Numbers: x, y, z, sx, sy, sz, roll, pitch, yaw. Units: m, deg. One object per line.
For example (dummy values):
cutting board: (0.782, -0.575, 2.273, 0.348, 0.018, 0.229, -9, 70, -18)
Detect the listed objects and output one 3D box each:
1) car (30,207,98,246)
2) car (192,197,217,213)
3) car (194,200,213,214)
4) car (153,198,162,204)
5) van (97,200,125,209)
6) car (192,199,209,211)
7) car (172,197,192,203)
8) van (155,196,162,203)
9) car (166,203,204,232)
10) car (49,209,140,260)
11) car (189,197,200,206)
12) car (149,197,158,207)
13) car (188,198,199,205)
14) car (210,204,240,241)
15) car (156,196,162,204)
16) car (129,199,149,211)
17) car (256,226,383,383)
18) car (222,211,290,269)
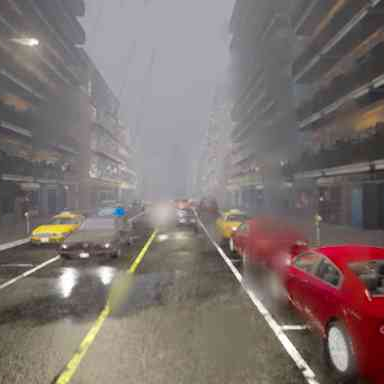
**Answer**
car: (-6.223, 1.684, 16.249, 1.752, 1.417, 4.829, -1, 0, -2)
car: (1.508, 1.447, 33.682, 2.192, 1.841, 5.009, -1, 0, -2)
car: (1.301, 1.718, 39.339, 2.008, 1.369, 4.403, -1, 0, -2)
car: (-8.760, 2.205, 84.312, 1.802, 1.307, 4.206, -1, 0, -2)
van: (-6.655, 1.562, 27.736, 1.690, 1.788, 3.998, -1, 0, -2)
car: (1.090, 1.754, 44.997, 2.008, 1.369, 4.403, -1, 0, -2)
car: (-1.301, 1.556, 39.089, 2.097, 1.767, 4.553, -1, 0, -2)
van: (-8.976, 2.013, 89.972, 1.690, 1.788, 3.998, -1, 0, -2)
car: (-0.611, 1.642, 20.669, 2.033, 1.411, 5.357, -1, 0, -2)
car: (-3.513, 1.652, 13.262, 2.033, 1.411, 5.357, -1, 0, -2)
car: (0.455, 1.759, 61.971, 1.967, 1.590, 4.097, -1, 0, -2)
car: (-7.911, 1.967, 61.512, 1.752, 1.417, 4.829, -1, 0, -2)
car: (0.247, 1.927, 67.625, 1.947, 1.339, 4.313, -1, 0, -2)
car: (2.138, 1.561, 16.879, 1.752, 1.417, 4.829, -1, 0, -2)
car: (-8.549, 2.157, 78.655, 1.802, 1.307, 4.206, -1, 0, -2)
car: (-7.286, 1.767, 44.708, 1.967, 1.590, 4.097, -1, 0, -2)
car: (2.568, 1.528, 5.393, 1.887, 1.381, 4.507, -1, 0, -2)
car: (2.356, 1.552, 11.055, 1.887, 1.381, 4.507, -1, 0, -2)
